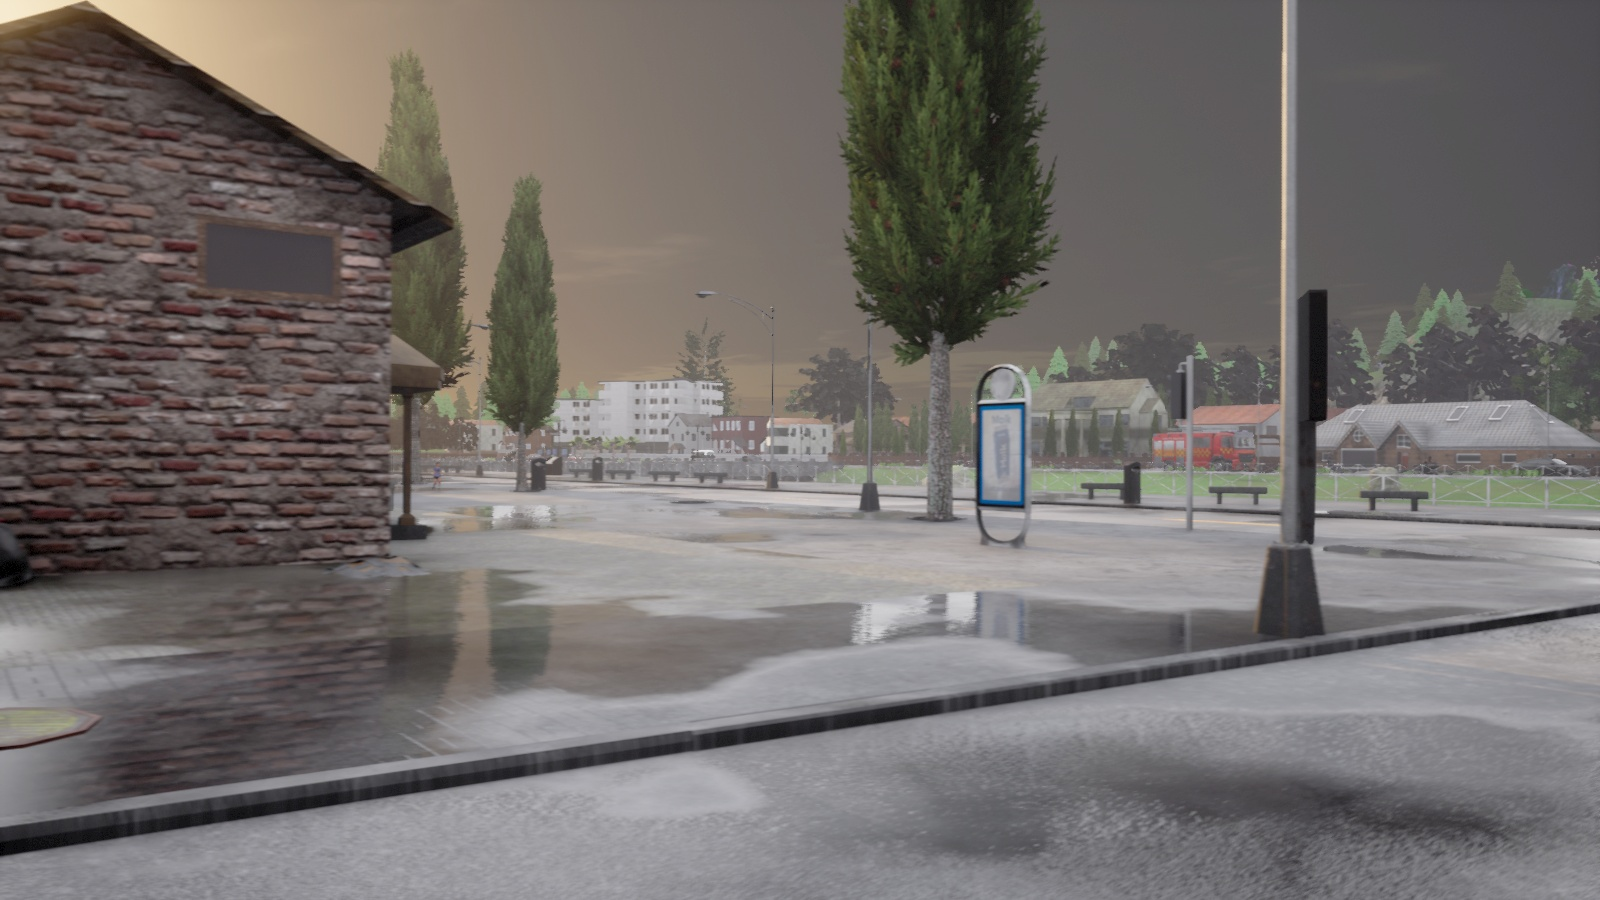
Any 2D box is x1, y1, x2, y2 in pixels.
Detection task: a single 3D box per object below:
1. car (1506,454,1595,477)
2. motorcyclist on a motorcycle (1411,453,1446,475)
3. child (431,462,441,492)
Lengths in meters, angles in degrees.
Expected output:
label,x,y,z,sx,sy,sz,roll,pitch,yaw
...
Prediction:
label,x,y,z,sx,sy,sz,roll,pitch,yaw
car,49.118,1.016,82.309,1.812,1.442,4.674,0,0,-35
motorcyclist on a motorcycle,44.510,0.998,88.926,0.797,1.523,2.044,0,0,-35
child,-13.680,1.004,47.171,0.255,1.110,0.394,0,0,-34
